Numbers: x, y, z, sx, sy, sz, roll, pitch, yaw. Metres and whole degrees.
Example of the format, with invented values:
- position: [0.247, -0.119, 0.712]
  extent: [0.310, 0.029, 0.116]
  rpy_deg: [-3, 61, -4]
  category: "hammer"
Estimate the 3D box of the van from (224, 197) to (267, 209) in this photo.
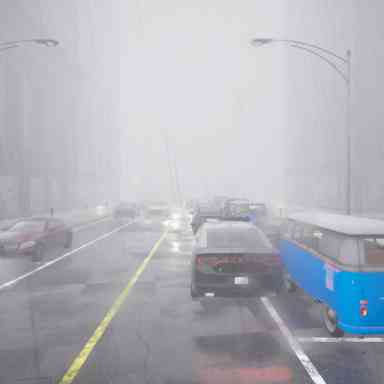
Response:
- position: [2.886, 1.339, 17.655]
  extent: [1.690, 1.788, 3.998]
  rpy_deg: [0, 0, 0]
  category: "van"

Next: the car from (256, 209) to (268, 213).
- position: [2.875, 1.543, 12.007]
  extent: [1.887, 1.381, 4.507]
  rpy_deg: [0, 0, 0]
  category: "car"

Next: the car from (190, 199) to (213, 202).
- position: [0.950, 1.502, 24.588]
  extent: [1.837, 1.490, 4.892]
  rpy_deg: [0, 0, 0]
  category: "car"

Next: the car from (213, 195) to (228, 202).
- position: [2.898, 1.312, 23.304]
  extent: [2.192, 1.841, 5.009]
  rpy_deg: [0, 0, 0]
  category: "car"

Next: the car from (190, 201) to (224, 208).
- position: [0.937, 1.503, 18.589]
  extent: [1.837, 1.490, 4.892]
  rpy_deg: [0, 0, 0]
  category: "car"

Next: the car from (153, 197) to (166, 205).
- position: [-5.554, 1.530, 57.215]
  extent: [1.947, 1.339, 4.313]
  rpy_deg: [0, 0, 0]
  category: "car"

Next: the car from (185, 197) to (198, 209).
- position: [0.106, 1.473, 44.993]
  extent: [2.128, 1.511, 4.902]
  rpy_deg: [0, 0, 0]
  category: "car"

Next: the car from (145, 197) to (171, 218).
- position: [-2.939, 1.472, 30.142]
  extent: [1.882, 1.535, 5.008]
  rpy_deg: [0, 0, 0]
  category: "car"

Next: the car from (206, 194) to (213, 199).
- position: [2.922, 1.306, 34.602]
  extent: [2.192, 1.841, 5.009]
  rpy_deg: [0, 0, 0]
  category: "car"

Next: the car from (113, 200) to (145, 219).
- position: [-5.614, 1.539, 28.969]
  extent: [1.887, 1.381, 4.507]
  rpy_deg: [0, 0, 0]
  category: "car"

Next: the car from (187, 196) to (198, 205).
- position: [0.124, 1.523, 60.005]
  extent: [1.994, 1.385, 4.181]
  rpy_deg: [0, 0, 0]
  category: "car"

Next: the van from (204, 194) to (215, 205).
- position: [2.971, 1.305, 57.197]
  extent: [1.690, 1.788, 3.998]
  rpy_deg: [0, 0, 0]
  category: "van"

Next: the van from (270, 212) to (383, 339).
- position: [2.862, 1.340, 6.359]
  extent: [1.690, 1.788, 3.998]
  rpy_deg: [0, 0, 0]
  category: "van"

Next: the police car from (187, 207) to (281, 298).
- position: [0.916, 1.424, 8.699]
  extent: [1.930, 1.638, 5.238]
  rpy_deg: [0, 0, 0]
  category: "police car"

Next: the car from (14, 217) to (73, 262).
- position: [-5.650, 1.580, 12.022]
  extent: [1.802, 1.307, 4.206]
  rpy_deg: [0, 0, 0]
  category: "car"

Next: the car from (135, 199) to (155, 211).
- position: [-5.589, 1.569, 40.267]
  extent: [1.802, 1.307, 4.206]
  rpy_deg: [0, 0, 0]
  category: "car"

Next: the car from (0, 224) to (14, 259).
- position: [-5.662, 1.550, 6.373]
  extent: [2.008, 1.369, 4.403]
  rpy_deg: [0, 0, 0]
  category: "car"
